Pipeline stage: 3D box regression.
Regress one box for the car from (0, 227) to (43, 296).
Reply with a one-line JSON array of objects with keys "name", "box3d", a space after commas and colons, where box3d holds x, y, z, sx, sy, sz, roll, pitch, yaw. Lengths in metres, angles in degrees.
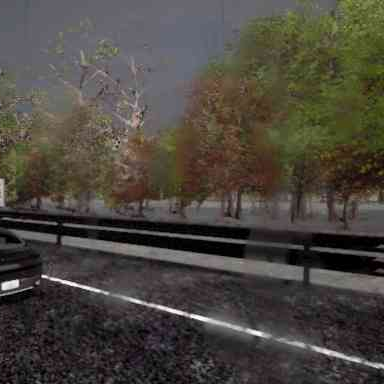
[{"name": "car", "box3d": [-5.428, 1.531, 7.747, 4.892, 1.490, 1.837, 0, 0, 35]}]
